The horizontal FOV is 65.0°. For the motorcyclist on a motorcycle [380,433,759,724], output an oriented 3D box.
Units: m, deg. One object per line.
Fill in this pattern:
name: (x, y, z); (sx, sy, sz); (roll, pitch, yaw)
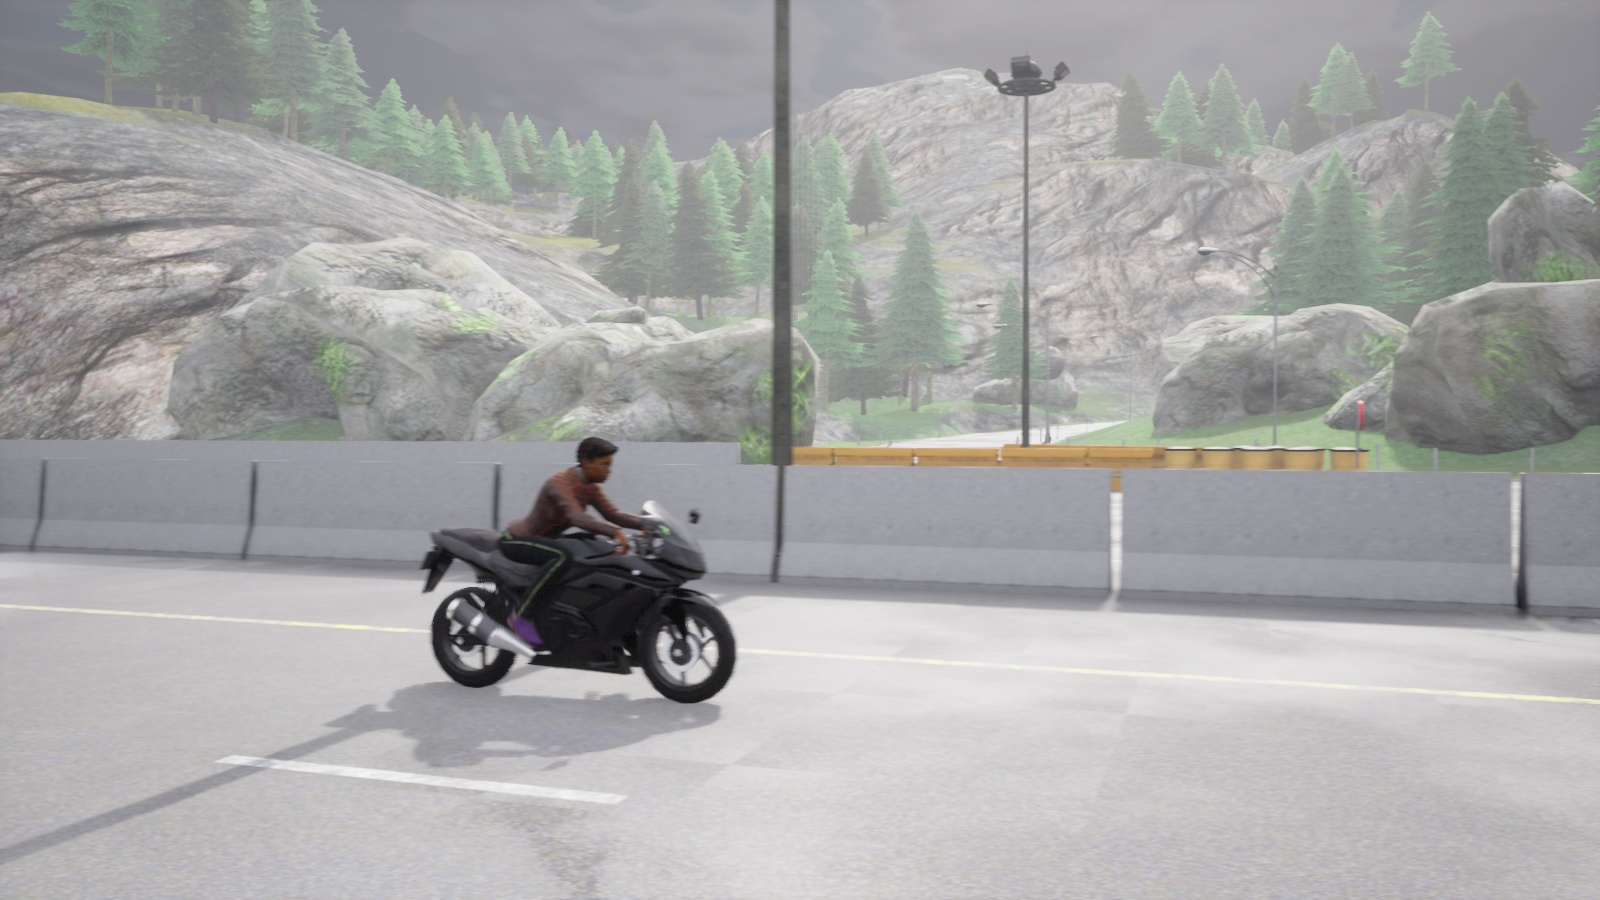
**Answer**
motorcyclist on a motorcycle: (-1.341, 0.670, 7.336); (2.044, 1.523, 0.797); (1, 1, 19)
